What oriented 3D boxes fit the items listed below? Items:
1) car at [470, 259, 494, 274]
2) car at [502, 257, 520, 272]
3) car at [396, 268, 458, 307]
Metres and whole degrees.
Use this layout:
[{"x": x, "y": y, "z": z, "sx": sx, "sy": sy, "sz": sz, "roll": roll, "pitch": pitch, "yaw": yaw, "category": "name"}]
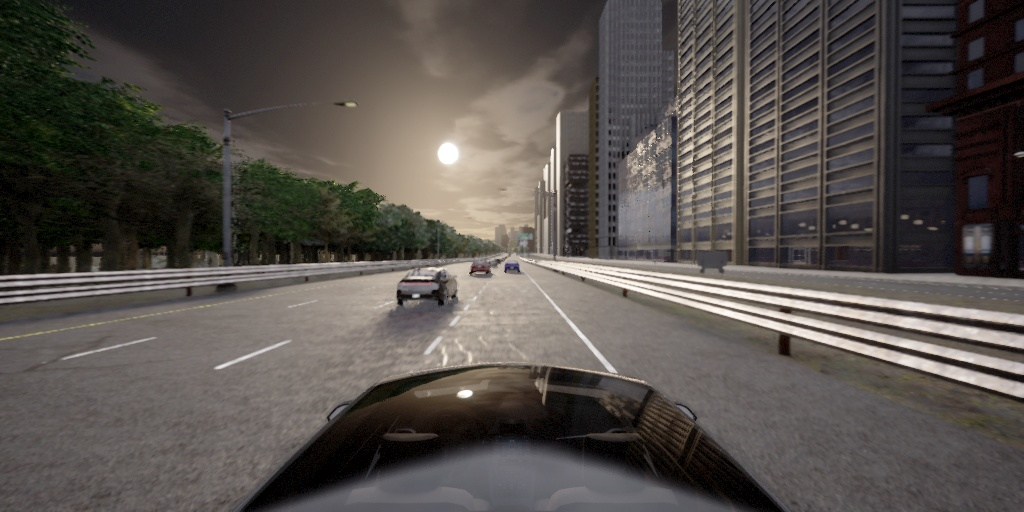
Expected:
[{"x": -3.575, "y": 1.152, "z": 41.436, "sx": 2.097, "sy": 1.767, "sz": 4.553, "roll": 0, "pitch": 0, "yaw": 0, "category": "car"}, {"x": 0.001, "y": 1.289, "z": 47.718, "sx": 1.882, "sy": 1.535, "sz": 5.008, "roll": 0, "pitch": 0, "yaw": 0, "category": "car"}, {"x": -3.508, "y": 1.252, "z": 15.511, "sx": 2.128, "sy": 1.511, "sz": 4.902, "roll": 0, "pitch": 0, "yaw": 0, "category": "car"}]
